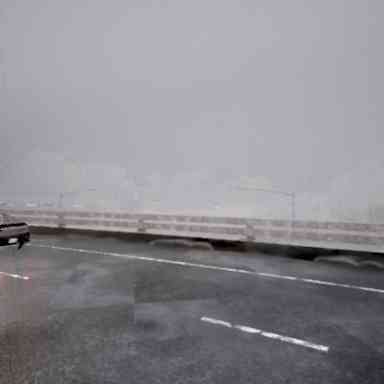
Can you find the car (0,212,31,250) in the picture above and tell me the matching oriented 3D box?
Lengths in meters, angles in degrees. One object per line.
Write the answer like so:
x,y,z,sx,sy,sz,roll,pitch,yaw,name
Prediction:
-8.388,1.495,12.848,4.902,1.511,2.128,0,0,29,car
